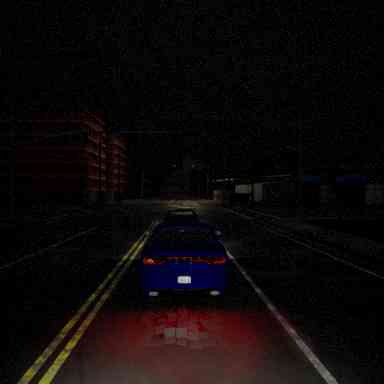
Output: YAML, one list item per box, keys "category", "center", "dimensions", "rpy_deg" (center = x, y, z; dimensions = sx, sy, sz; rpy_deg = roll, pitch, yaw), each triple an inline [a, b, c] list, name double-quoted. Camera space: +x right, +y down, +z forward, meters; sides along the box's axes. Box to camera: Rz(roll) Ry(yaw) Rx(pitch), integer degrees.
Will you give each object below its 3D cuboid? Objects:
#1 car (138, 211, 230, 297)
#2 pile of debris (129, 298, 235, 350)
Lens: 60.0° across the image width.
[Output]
- category: "car"
  center: [-0.216, 1.477, 8.646]
  dimensions: [1.882, 1.535, 5.008]
  rpy_deg: [0, 0, -2]
- category: "pile of debris"
  center: [-0.175, 2.175, 5.675]
  dimensions: [1.500, 0.140, 1.860]
  rpy_deg: [0, 0, -2]
